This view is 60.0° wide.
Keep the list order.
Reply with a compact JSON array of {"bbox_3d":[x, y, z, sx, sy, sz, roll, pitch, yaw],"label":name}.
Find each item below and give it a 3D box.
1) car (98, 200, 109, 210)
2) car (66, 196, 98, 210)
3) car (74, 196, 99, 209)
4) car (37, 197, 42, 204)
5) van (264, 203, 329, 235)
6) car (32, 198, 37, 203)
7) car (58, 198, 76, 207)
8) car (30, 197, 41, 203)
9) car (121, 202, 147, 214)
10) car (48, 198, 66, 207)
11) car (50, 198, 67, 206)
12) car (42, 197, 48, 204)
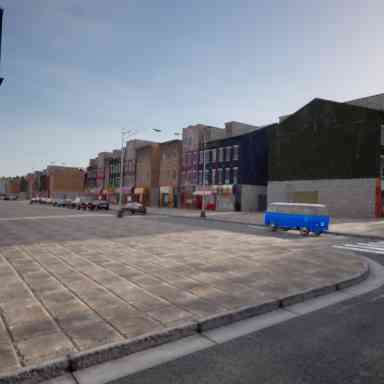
[{"bbox_3d":[-13.019,1.828,46.592,1.947,1.339,4.313,3,-2,-36],"label":"car"},{"bbox_3d":[-14.854,1.502,44.740,2.097,1.767,4.553,3,-2,-35],"label":"car"},{"bbox_3d":[-16.209,1.592,51.032,2.192,1.841,5.009,3,-2,-36],"label":"car"},{"bbox_3d":[-32.209,1.968,73.195,1.802,1.307,4.206,3,-2,-36],"label":"car"},{"bbox_3d":[6.174,1.569,19.992,1.690,1.788,3.998,3,-2,-36],"label":"van"},{"bbox_3d":[-35.403,1.854,77.632,1.967,1.590,4.097,3,-2,-36],"label":"car"},{"bbox_3d":[-22.613,1.859,59.895,1.887,1.381,4.507,3,-2,-36],"label":"car"},{"bbox_3d":[-38.605,2.027,82.062,1.802,1.307,4.206,3,-2,-36],"label":"car"},{"bbox_3d":[-6.625,1.823,37.723,1.802,1.307,4.206,3,-2,-36],"label":"car"},{"bbox_3d":[-20.680,1.723,52.714,2.033,1.411,5.357,3,-2,-36],"label":"car"},{"bbox_3d":[-25.812,1.902,64.328,1.947,1.339,4.313,3,-2,-36],"label":"car"},{"bbox_3d":[-29.108,1.887,68.901,1.752,1.417,4.829,3,-2,-36],"label":"car"}]
